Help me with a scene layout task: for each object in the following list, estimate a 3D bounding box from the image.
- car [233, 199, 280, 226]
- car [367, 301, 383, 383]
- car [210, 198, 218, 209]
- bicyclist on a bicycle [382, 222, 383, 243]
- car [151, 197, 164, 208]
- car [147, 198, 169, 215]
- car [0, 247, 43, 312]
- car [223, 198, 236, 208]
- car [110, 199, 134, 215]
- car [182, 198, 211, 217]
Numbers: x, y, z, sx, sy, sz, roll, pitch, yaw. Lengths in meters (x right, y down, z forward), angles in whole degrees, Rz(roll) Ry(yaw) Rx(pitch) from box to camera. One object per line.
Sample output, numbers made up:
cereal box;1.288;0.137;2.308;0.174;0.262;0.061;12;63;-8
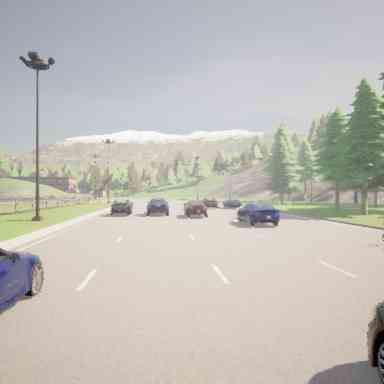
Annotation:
car;4.614;1.476;23.639;1.882;1.535;5.008;0;0;-6
car;3.141;1.491;2.066;2.128;1.511;4.902;0;0;-4
car;2.329;1.488;45.267;2.128;1.511;4.902;0;0;-6
bicyclist on a bicycle;8.600;1.415;13.881;1.656;1.620;0.582;-8;-4;-8
car;-5.002;1.523;47.902;1.812;1.442;4.674;0;0;-7
car;-3.496;1.352;33.860;2.097;1.767;4.553;0;0;-7
car;-4.102;1.525;5.573;1.812;1.442;4.674;0;0;-5
car;5.664;1.560;47.015;1.994;1.385;4.181;0;0;-6
car;-6.960;1.489;33.261;2.128;1.511;4.902;0;0;-6
car;0.299;1.524;31.183;1.812;1.442;4.674;0;0;-6
